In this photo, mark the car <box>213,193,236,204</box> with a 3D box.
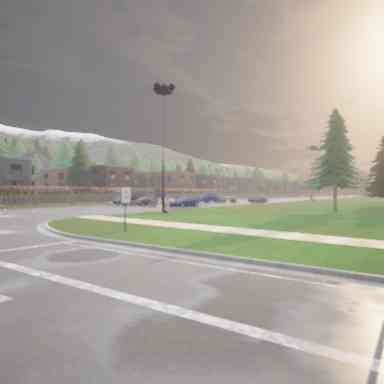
[{"bbox_3d":[6.261,1.335,59.450,1.812,1.442,4.674,0,0,35],"label":"car"}]

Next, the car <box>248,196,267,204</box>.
[{"bbox_3d":[12.224,1.381,61.804,2.033,1.411,5.357,0,0,35],"label":"car"}]

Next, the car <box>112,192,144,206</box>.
[{"bbox_3d":[-9.260,0.984,49.472,2.150,2.045,5.566,0,0,35],"label":"car"}]

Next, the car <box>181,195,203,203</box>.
[{"bbox_3d":[0.060,1.326,62.770,1.994,1.385,4.181,0,0,35],"label":"car"}]

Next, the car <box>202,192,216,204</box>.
[{"bbox_3d":[2.659,1.008,60.389,2.150,2.045,5.566,0,0,35],"label":"car"}]

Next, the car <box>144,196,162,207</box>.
[{"bbox_3d":[-3.850,1.334,45.010,1.812,1.442,4.674,0,0,35],"label":"car"}]

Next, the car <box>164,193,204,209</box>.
[{"bbox_3d":[-0.952,1.310,43.055,1.882,1.535,5.008,0,0,35],"label":"car"}]

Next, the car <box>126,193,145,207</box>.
[{"bbox_3d":[-6.738,1.311,46.985,1.812,1.442,4.674,0,0,35],"label":"car"}]
